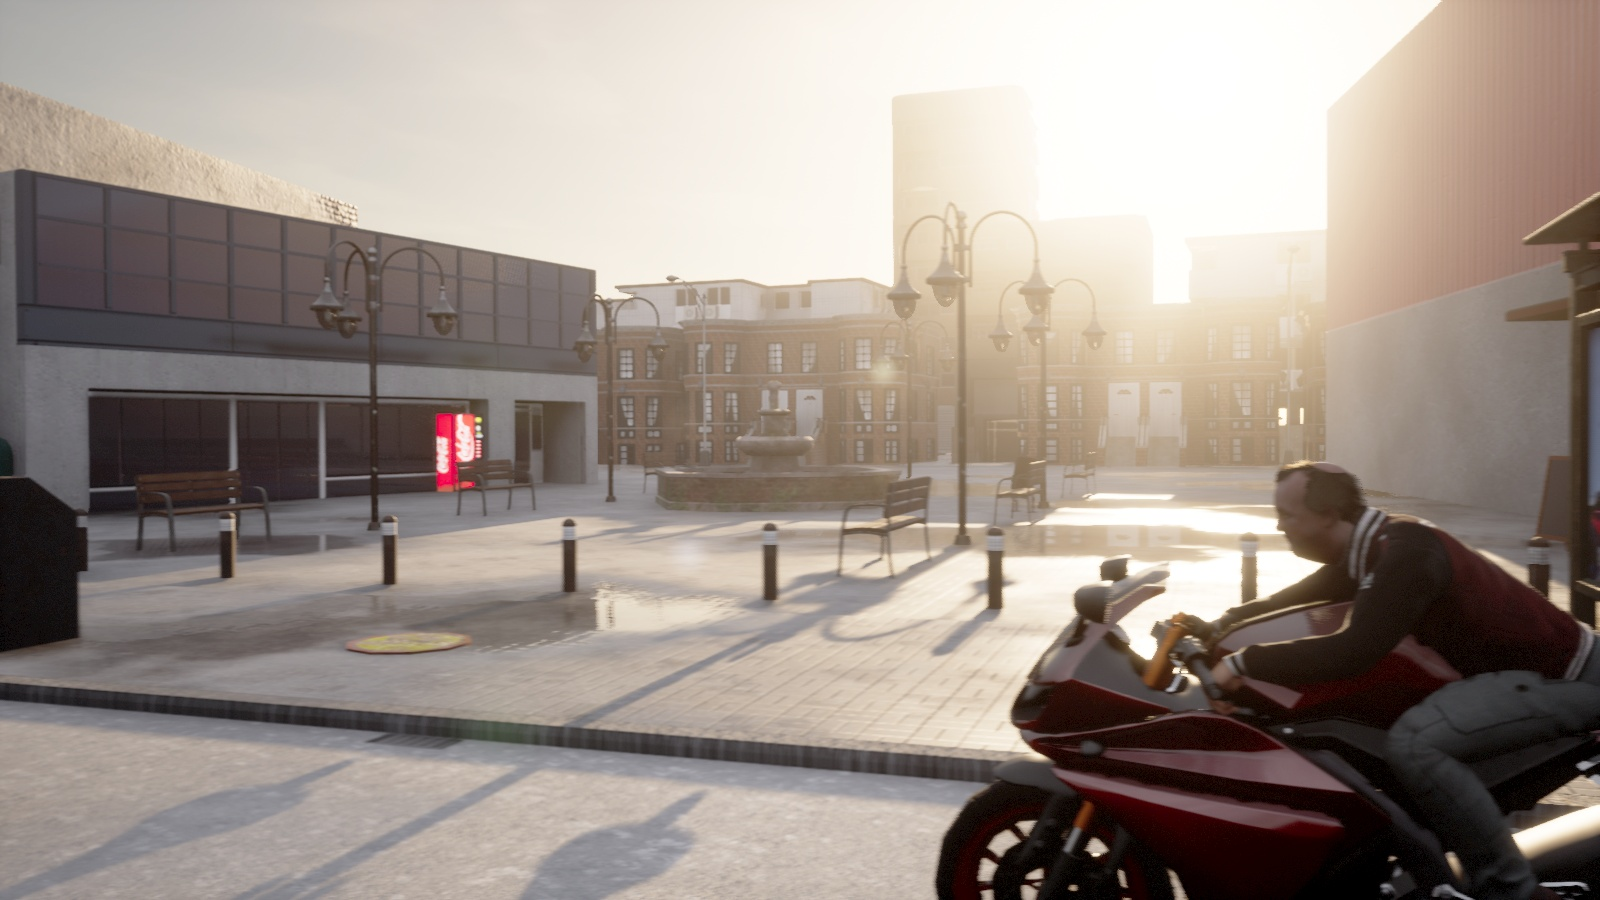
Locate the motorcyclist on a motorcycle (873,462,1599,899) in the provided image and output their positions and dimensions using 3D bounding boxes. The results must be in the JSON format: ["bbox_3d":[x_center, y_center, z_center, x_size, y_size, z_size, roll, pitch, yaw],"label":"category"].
[{"bbox_3d":[1.363,0.815,3.263,2.191,1.530,0.866,0,1,19],"label":"motorcyclist on a motorcycle"}]
